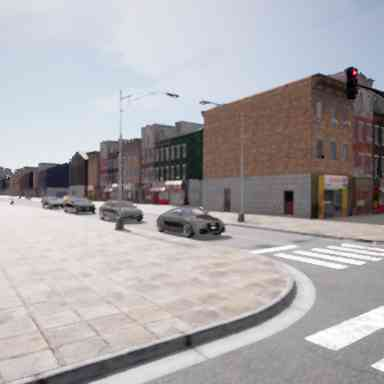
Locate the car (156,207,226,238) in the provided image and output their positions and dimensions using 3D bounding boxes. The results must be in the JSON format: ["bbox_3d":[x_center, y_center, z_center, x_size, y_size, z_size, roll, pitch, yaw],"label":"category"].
[{"bbox_3d":[-0.135,1.486,17.324,1.994,1.385,4.181,1,0,-36],"label":"car"}]

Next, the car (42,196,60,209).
[{"bbox_3d":[-16.884,1.347,40.653,2.033,1.411,5.357,1,0,-35],"label":"car"}]

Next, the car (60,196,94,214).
[{"bbox_3d":[-10.897,1.288,32.276,1.882,1.535,5.008,1,0,-36],"label":"car"}]

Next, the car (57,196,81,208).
[{"bbox_3d":[-16.977,1.302,45.746,1.882,1.535,5.008,1,0,-36],"label":"car"}]

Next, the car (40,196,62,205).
[{"bbox_3d":[-22.987,1.382,54.096,2.033,1.411,5.357,1,0,-36],"label":"car"}]

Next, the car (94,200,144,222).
[{"bbox_3d":[-5.250,1.364,24.426,1.837,1.490,4.892,1,0,-36],"label":"car"}]
